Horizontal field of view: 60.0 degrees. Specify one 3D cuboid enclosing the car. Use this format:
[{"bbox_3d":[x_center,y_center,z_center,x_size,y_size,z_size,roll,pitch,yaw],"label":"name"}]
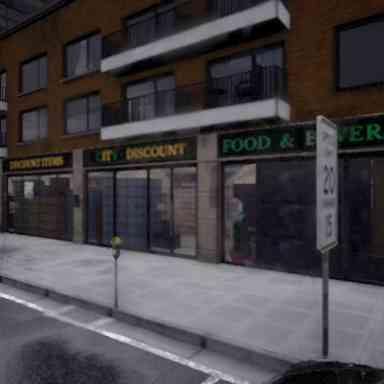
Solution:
[{"bbox_3d":[2.078,1.566,1.332,4.313,1.339,1.947,0,0,35],"label":"car"}]
